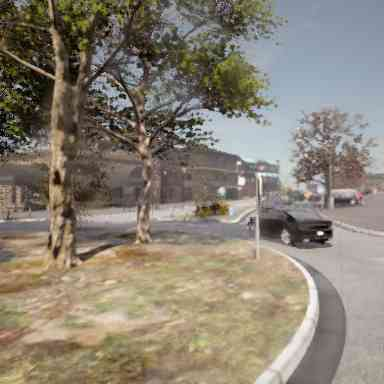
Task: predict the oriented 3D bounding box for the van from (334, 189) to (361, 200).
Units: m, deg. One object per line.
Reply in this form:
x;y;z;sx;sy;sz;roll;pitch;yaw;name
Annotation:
29.338;0.494;62.631;4.442;1.987;1.878;-1;1;29;van

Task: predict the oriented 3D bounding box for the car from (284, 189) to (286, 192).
22.461;0.505;83.967;2.163;1.488;4.792;-1;1;33;car

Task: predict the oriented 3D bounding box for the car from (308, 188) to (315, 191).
23.807;0.547;68.976;1.882;1.535;5.008;-1;1;30;car

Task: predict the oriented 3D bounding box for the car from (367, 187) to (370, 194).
39.049;0.227;79.234;4.792;1.488;2.163;-1;1;33;car

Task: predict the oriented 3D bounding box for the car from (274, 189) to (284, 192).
19.594;0.621;79.283;2.097;1.535;5.008;-1;1;31;car

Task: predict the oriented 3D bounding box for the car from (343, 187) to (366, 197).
25.503;0.655;55.550;5.566;2.045;2.435;-1;1;27;car

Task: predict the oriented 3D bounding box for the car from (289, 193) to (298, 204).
14.256;1.287;50.449;1.895;1.301;4.718;-1;1;27;car

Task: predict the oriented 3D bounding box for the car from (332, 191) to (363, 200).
30.402;0.650;65.171;5.366;1.575;1.946;-1;1;30;car

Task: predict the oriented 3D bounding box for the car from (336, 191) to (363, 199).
31.913;0.623;67.452;4.674;1.452;2.002;-1;1;30;car

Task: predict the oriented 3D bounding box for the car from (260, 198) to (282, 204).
6.722;1.551;29.349;1.837;1.490;4.892;0;1;14;car

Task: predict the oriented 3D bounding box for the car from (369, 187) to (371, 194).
42.062;-0.197;83.784;5.566;2.045;2.435;0;1;35;car

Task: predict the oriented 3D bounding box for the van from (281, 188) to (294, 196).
25.408;0.102;88.554;1.878;1.987;4.442;-1;1;34;van

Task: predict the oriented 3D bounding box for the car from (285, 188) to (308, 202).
18.859;0.700;59.737;2.150;2.045;5.566;-1;1;27;car

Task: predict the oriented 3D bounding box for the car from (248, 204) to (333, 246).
4.451;1.546;15.850;1.882;1.535;5.008;0;-1;-18;car

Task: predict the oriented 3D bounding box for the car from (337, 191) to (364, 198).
33.257;0.540;69.829;4.792;1.488;2.163;-1;1;31;car

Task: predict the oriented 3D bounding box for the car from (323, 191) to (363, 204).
21.739;1.076;48.209;4.892;1.521;2.231;-1;1;27;car

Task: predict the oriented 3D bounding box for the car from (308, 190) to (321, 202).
21.924;0.959;59.123;1.812;1.442;4.674;-1;1;28;car

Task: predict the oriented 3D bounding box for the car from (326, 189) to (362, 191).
23.019;0.894;50.645;4.553;1.767;2.185;-1;1;27;car

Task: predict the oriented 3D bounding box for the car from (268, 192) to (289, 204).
10.483;1.204;41.855;2.097;1.767;4.553;-1;1;22;car

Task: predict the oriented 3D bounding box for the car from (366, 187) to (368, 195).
36.090;0.360;74.495;4.892;1.521;2.231;-1;1;32;car
